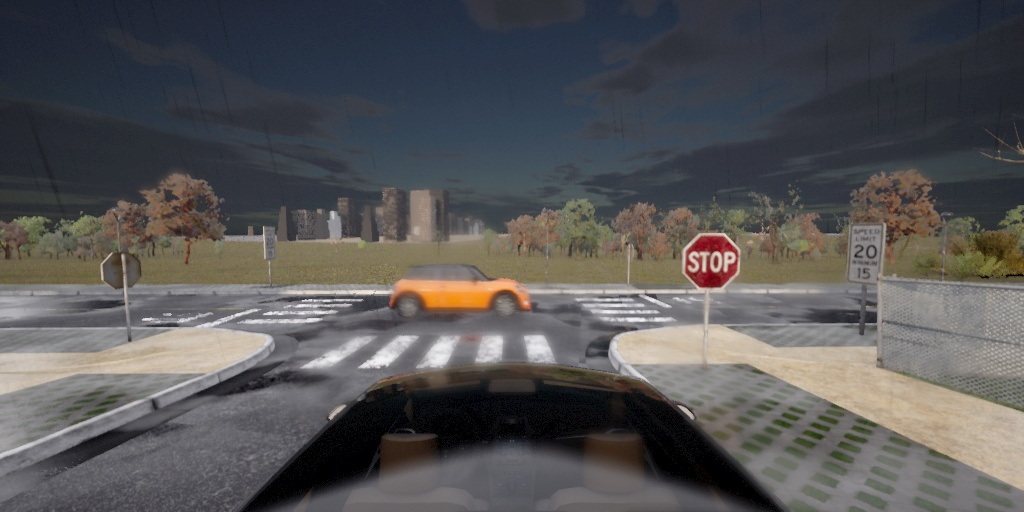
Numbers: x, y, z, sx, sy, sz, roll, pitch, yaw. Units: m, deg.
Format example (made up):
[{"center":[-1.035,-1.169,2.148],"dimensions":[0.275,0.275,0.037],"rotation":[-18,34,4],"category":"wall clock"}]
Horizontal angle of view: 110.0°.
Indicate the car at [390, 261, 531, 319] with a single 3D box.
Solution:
[{"center":[-1.649,1.062,12.222],"dimensions":[4.553,1.767,2.097],"rotation":[0,0,-2],"category":"car"}]
